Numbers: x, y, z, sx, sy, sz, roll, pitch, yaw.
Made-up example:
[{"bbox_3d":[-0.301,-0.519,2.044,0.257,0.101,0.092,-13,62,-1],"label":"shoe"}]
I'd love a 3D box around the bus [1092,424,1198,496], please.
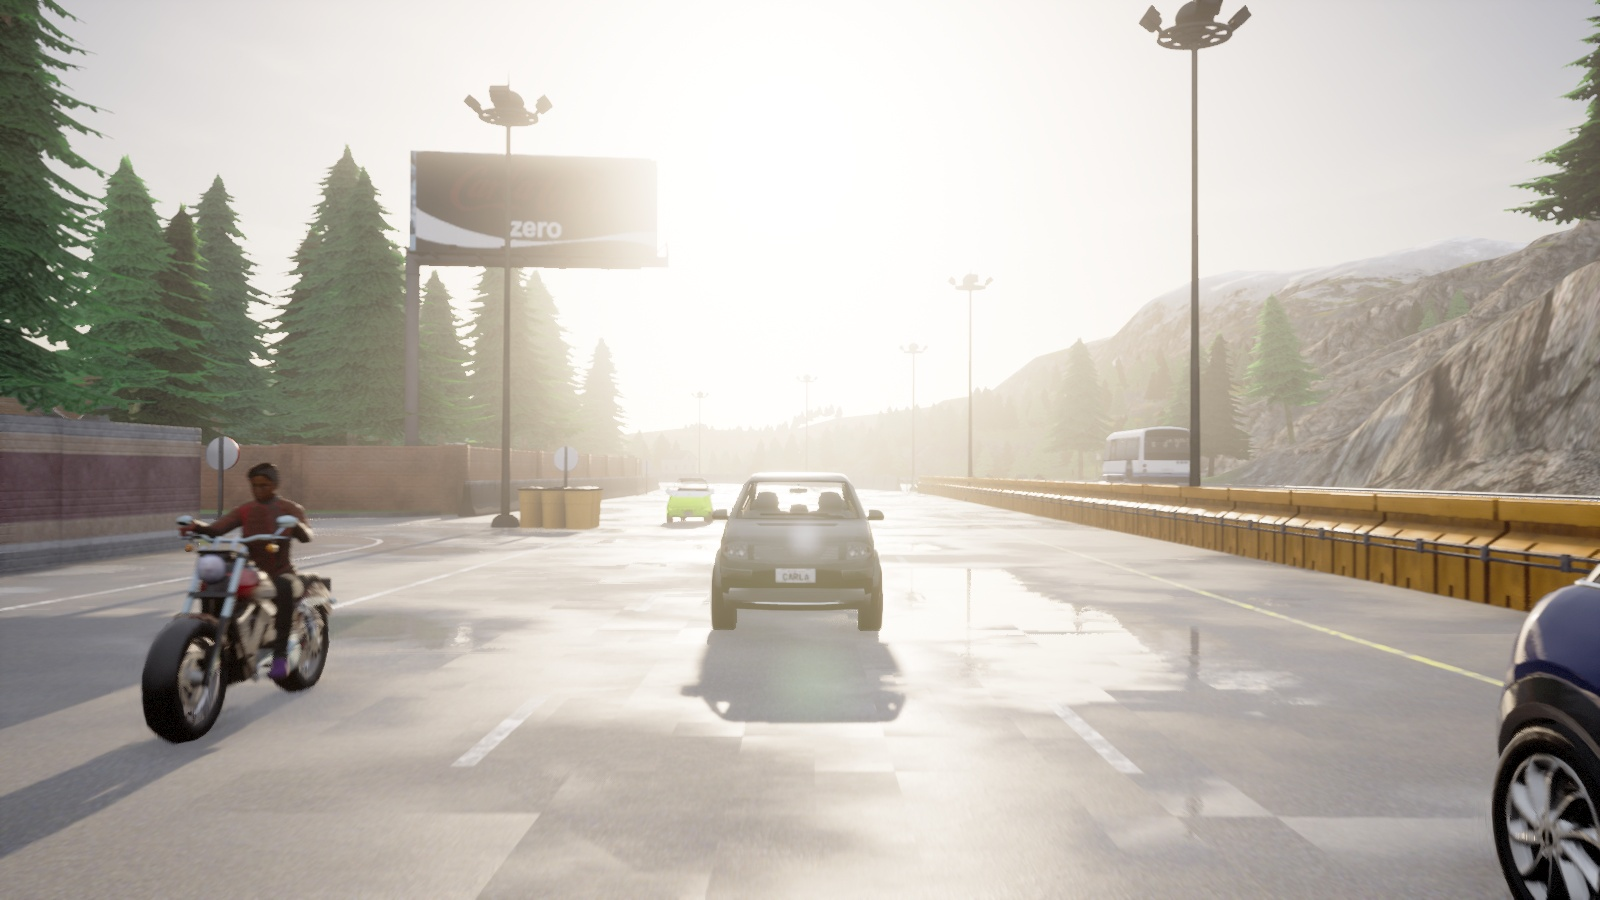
[{"bbox_3d":[21.657,0.683,79.552,3.944,4.253,10.273,0,-1,0],"label":"bus"}]

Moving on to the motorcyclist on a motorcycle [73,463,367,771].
[{"bbox_3d":[-3.524,0.912,7.929,0.766,1.649,2.350,0,-1,0],"label":"motorcyclist on a motorcycle"}]

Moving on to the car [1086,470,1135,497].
[{"bbox_3d":[18.103,1.935,73.327,1.970,1.475,3.806,0,-1,1],"label":"car"}]

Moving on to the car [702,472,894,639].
[{"bbox_3d":[-0.010,1.022,13.543,1.789,1.549,3.705,0,-1,0],"label":"car"}]

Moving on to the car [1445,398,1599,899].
[{"bbox_3d":[3.493,0.699,2.453,2.097,1.767,4.553,0,-1,0],"label":"car"}]

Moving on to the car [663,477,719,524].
[{"bbox_3d":[-3.275,1.518,38.019,1.481,1.376,2.207,0,-1,1],"label":"car"}]
